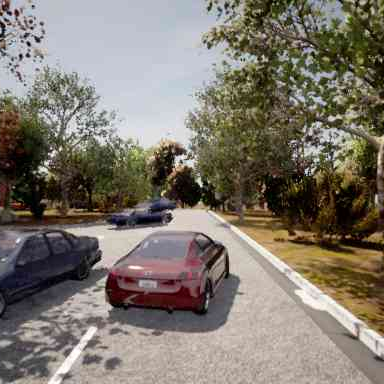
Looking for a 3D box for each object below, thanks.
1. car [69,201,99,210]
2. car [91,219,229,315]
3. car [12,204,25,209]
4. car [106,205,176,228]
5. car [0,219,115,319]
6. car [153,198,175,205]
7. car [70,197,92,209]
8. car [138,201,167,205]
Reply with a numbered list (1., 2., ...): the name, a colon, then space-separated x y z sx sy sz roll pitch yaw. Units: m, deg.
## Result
1. car: -20.383 2.575 62.691 5.008 1.535 1.882 0 -2 1
2. car: -0.306 1.586 7.764 1.994 1.385 4.181 0 0 13
3. car: -33.106 2.502 64.557 4.553 1.767 2.097 -1 -2 21
4. car: -3.753 1.880 24.400 4.718 1.301 1.895 -1 -1 -39
5. car: -3.895 1.566 7.378 2.033 1.411 5.357 0 0 12
6. car: -4.636 2.014 53.533 2.150 2.045 5.566 2 -3 -29
7. car: -18.846 1.819 59.454 5.566 2.045 2.150 0 -2 -3
8. car: -4.230 1.789 29.955 2.128 1.511 4.902 0 -1 13
